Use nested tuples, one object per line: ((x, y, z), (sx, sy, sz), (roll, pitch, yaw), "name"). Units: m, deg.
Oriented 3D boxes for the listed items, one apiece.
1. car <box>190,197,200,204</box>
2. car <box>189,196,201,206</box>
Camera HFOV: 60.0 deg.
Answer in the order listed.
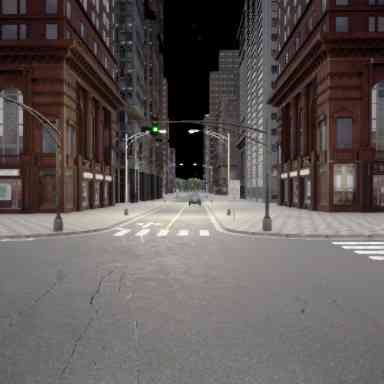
((0.658, 1.637, 66.360), (1.895, 1.301, 4.718), (0, 0, 1), "car")
((0.501, 1.381, 56.295), (2.097, 1.767, 4.553), (0, 0, 1), "car")
